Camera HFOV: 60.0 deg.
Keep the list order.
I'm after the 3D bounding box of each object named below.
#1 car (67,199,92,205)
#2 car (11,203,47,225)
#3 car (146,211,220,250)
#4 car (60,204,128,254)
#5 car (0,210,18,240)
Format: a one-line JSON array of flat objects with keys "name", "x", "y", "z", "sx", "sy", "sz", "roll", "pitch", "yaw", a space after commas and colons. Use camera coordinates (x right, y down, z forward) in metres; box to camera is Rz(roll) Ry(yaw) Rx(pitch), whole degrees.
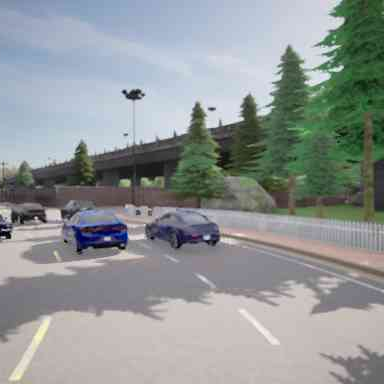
[{"name": "car", "x": -9.585, "y": 1.454, "z": 27.965, "sx": 2.097, "sy": 1.767, "sz": 4.553, "roll": -1, "pitch": 0, "yaw": -33}, {"name": "car", "x": -12.638, "y": 1.640, "z": 25.740, "sx": 1.837, "sy": 1.490, "sz": 4.892, "roll": -1, "pitch": 0, "yaw": -38}, {"name": "car", "x": -0.513, "y": 1.538, "z": 14.535, "sx": 1.812, "sy": 1.442, "sz": 4.674, "roll": 0, "pitch": 0, "yaw": -28}, {"name": "car", "x": -4.216, "y": 1.523, "z": 14.039, "sx": 1.882, "sy": 1.535, "sz": 5.008, "roll": 0, "pitch": 0, "yaw": -29}, {"name": "car", "x": -10.486, "y": 1.703, "z": 17.026, "sx": 1.895, "sy": 1.301, "sz": 4.718, "roll": 0, "pitch": 0, "yaw": -36}]
